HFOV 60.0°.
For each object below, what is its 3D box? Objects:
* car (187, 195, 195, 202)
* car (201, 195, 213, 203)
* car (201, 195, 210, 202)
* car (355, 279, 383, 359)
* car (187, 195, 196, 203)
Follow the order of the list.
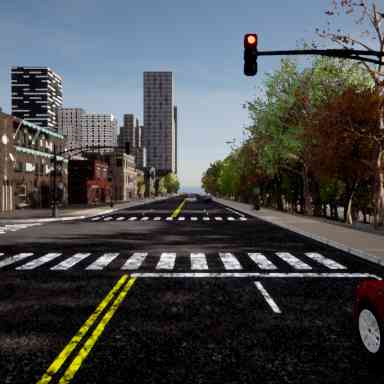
[{"bbox_3d":[-0.178,1.468,77.360,1.837,1.490,4.892,0,0,0],"label":"car"},{"bbox_3d":[3.196,1.522,65.807,2.033,1.411,5.357,0,0,0],"label":"car"},{"bbox_3d":[3.076,1.469,76.301,1.837,1.490,4.892,0,0,0],"label":"car"},{"bbox_3d":[3.343,1.477,2.940,1.882,1.535,5.008,0,0,0],"label":"car"},{"bbox_3d":[-0.055,1.575,67.321,1.895,1.301,4.718,0,0,0],"label":"car"}]
